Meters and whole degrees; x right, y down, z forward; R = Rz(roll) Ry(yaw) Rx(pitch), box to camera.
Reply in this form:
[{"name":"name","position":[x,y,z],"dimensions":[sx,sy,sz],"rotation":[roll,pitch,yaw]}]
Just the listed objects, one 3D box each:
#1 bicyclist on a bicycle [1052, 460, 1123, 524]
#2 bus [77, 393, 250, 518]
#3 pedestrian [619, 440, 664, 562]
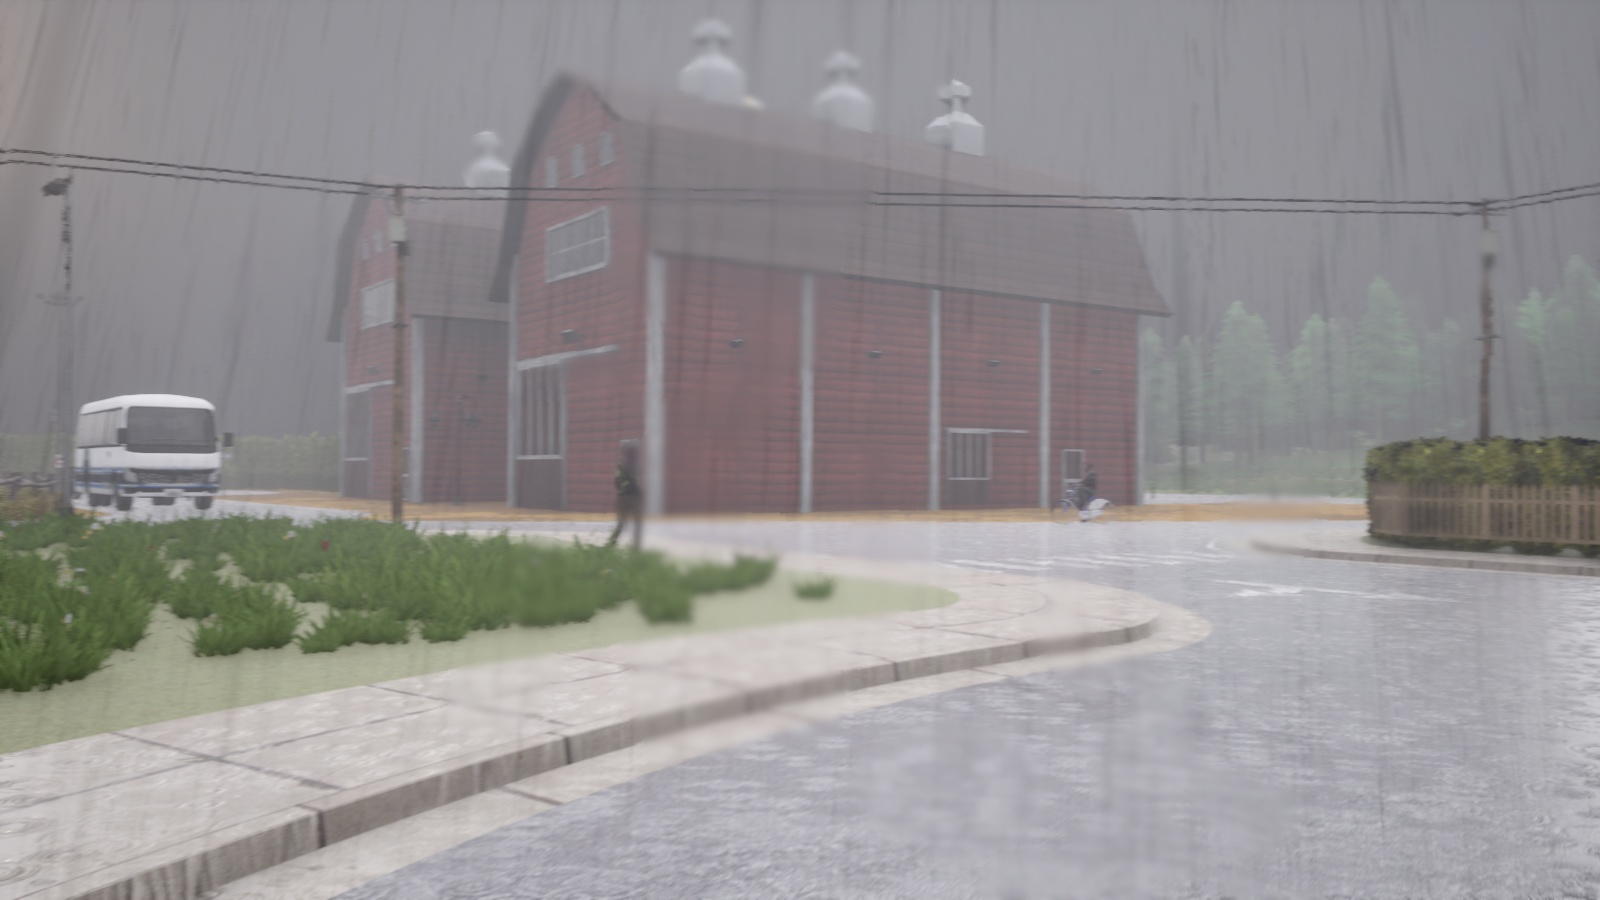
[{"name":"bicyclist on a bicycle","position":[8.083,1.176,35.339],"dimensions":[1.843,1.776,0.659],"rotation":[0,-1,-10]},{"name":"bus","position":[-24.539,0.287,48.058],"dimensions":[3.944,4.253,10.273],"rotation":[1,-1,-38]},{"name":"pedestrian","position":[-2.562,0.815,20.227],"dimensions":[0.395,1.930,0.692],"rotation":[1,-1,-42]}]
